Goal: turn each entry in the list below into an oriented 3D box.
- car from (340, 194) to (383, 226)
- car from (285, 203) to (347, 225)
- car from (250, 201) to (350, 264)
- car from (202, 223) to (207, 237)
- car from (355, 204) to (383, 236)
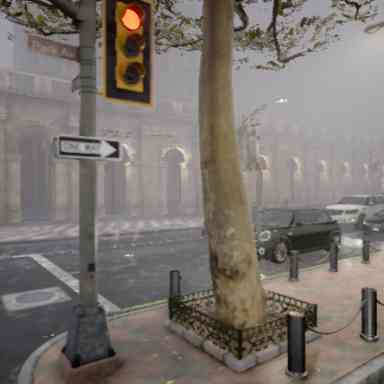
[{"bbox_3d":[10.815,1.173,21.412,5.566,2.045,2.150,0,0,-36],"label":"car"},{"bbox_3d":[9.026,1.546,24.127,4.718,1.301,1.895,0,0,-36],"label":"car"},{"bbox_3d":[3.287,1.331,11.840,4.553,1.767,2.097,0,0,-35],"label":"car"},{"bbox_3d":[2.701,1.466,15.707,4.902,1.511,2.128,0,0,-35],"label":"car"},{"bbox_3d":[10.552,1.484,16.954,4.674,1.442,1.812,0,0,-35],"label":"car"}]
